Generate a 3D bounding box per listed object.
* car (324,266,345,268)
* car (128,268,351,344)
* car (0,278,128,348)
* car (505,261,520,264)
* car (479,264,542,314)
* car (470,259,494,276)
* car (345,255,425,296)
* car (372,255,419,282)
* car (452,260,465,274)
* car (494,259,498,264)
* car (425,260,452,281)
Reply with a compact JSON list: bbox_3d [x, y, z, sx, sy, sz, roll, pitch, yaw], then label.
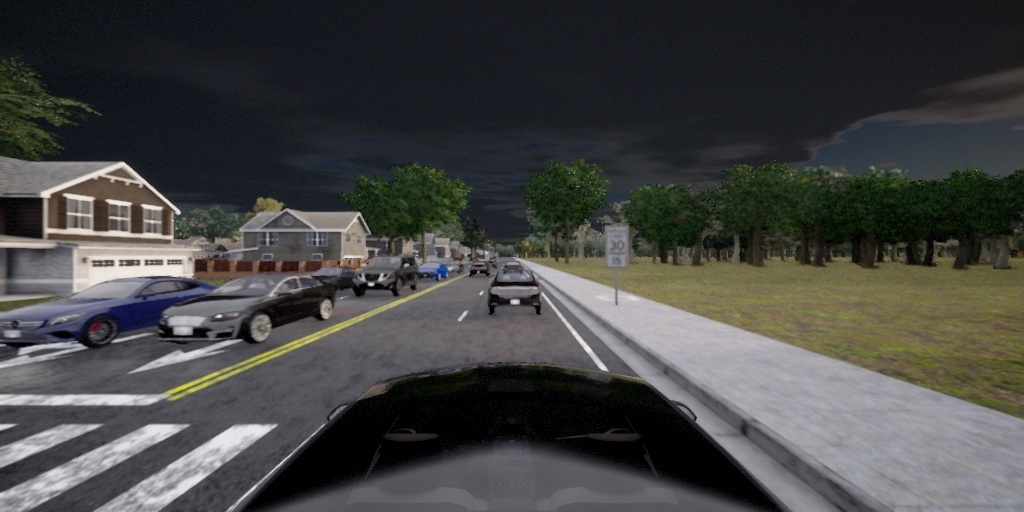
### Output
[{"bbox_3d":[-9.849,1.294,20.017,2.033,1.411,5.357,0,0,0],"label":"car"},{"bbox_3d":[-6.603,1.241,9.654,2.128,1.511,4.902,0,0,0],"label":"car"},{"bbox_3d":[-9.855,1.275,9.404,1.812,1.442,4.674,0,0,0],"label":"car"},{"bbox_3d":[0.084,1.221,36.297,1.882,1.535,5.008,0,0,0],"label":"car"},{"bbox_3d":[0.097,1.240,13.797,2.128,1.511,4.902,0,0,0],"label":"car"},{"bbox_3d":[-3.166,1.248,36.223,1.837,1.490,4.892,0,0,0],"label":"car"},{"bbox_3d":[-6.615,0.969,19.540,2.150,2.045,5.566,0,0,-1],"label":"car"},{"bbox_3d":[-9.801,0.966,30.646,2.150,2.045,5.566,0,0,1],"label":"car"},{"bbox_3d":[-6.561,1.233,40.806,2.128,1.511,4.902,0,0,0],"label":"car"},{"bbox_3d":[-3.185,1.241,55.687,1.837,1.490,4.892,0,-1,0],"label":"car"},{"bbox_3d":[-6.565,1.222,29.708,1.882,1.535,5.008,0,0,0],"label":"car"}]
